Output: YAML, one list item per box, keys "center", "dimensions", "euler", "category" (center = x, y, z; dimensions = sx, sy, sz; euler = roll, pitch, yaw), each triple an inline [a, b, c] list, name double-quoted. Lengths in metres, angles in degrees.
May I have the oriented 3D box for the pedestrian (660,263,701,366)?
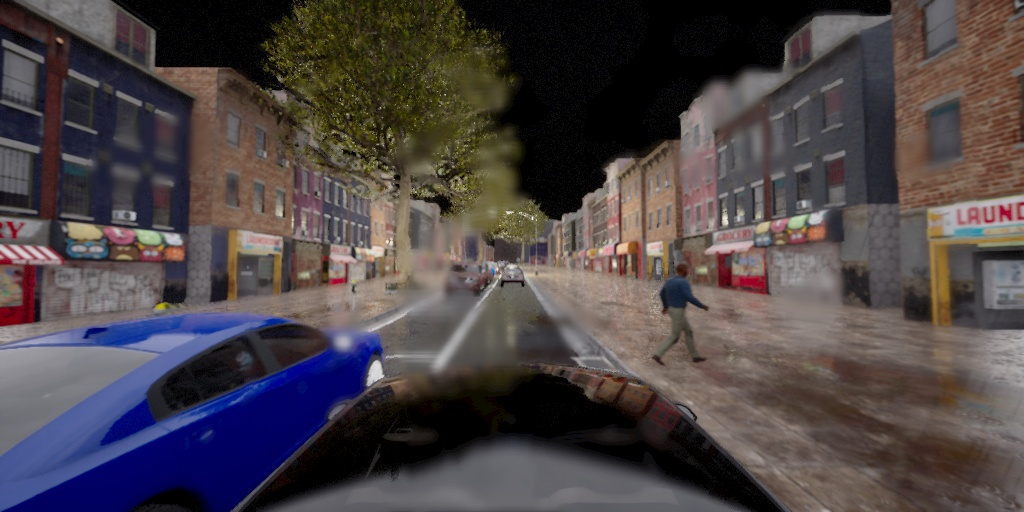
- center: [2.917, 0.944, 6.240]
  dimensions: [0.375, 1.860, 0.375]
  euler: [-2, -2, 0]
  category: "pedestrian"

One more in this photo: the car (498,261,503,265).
- center: [-2.678, 1.727, 48.789]
  dimensions: [1.967, 1.591, 4.097]
  euler: [0, 0, 0]
  category: "car"

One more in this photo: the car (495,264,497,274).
- center: [-2.663, 1.641, 32.184]
  dimensions: [1.888, 1.381, 4.507]
  euler: [0, 0, 0]
  category: "car"

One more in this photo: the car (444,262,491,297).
- center: [-2.653, 1.285, 21.115]
  dimensions: [2.192, 1.841, 5.009]
  euler: [0, 0, 0]
  category: "car"

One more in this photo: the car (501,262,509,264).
- center: [0.043, 1.778, 43.889]
  dimensions: [2.033, 1.411, 5.357]
  euler: [0, -1, 1]
  category: "car"

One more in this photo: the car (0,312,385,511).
- center: [-2.750, 1.245, 3.199]
  dimensions: [1.882, 1.535, 5.008]
  euler: [0, -1, 0]
  category: "car"

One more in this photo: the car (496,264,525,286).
- center: [0.056, 1.604, 28.685]
  dimensions: [2.033, 1.411, 5.357]
  euler: [0, -1, 0]
  category: "car"

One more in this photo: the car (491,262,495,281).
- center: [-2.658, 1.348, 26.650]
  dimensions: [2.192, 1.841, 5.009]
  euler: [0, 0, 0]
  category: "car"
